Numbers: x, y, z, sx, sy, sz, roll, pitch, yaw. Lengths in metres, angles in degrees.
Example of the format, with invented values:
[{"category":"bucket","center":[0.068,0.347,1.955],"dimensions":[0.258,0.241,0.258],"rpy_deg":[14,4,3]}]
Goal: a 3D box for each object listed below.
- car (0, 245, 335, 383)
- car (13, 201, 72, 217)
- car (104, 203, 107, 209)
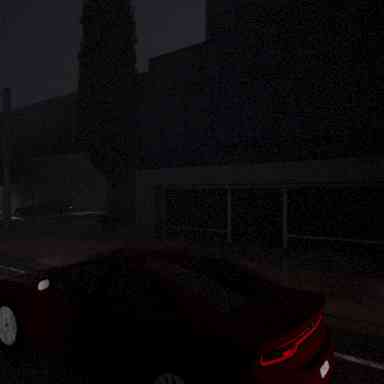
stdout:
[{"category":"car","center":[-0.783,1.484,4.545],"dimensions":[5.008,1.535,1.882],"rpy_deg":[0,0,35]},{"category":"car","center":[-14.611,1.610,32.937],"dimensions":[2.033,1.411,5.357],"rpy_deg":[0,0,36]},{"category":"car","center":[-8.618,1.554,41.302],"dimensions":[2.128,1.511,4.902],"rpy_deg":[0,0,36]}]
